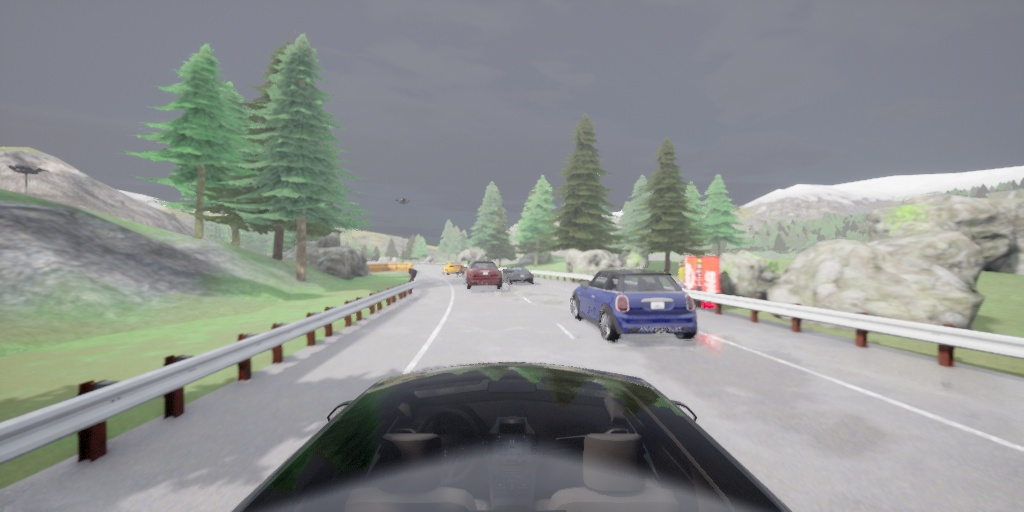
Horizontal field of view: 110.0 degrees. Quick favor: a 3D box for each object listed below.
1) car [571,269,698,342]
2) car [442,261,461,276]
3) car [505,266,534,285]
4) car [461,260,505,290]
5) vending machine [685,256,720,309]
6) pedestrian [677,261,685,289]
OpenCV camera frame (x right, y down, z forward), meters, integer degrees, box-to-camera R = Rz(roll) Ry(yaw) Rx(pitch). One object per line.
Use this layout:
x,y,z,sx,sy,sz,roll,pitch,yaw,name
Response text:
3.126,1.141,10.153,2.097,1.767,4.553,0,0,-4,car
-6.671,1.345,40.703,1.882,1.535,5.008,0,0,-20,car
0.331,1.476,28.550,1.994,1.385,4.181,0,0,-13,car
-1.977,1.098,23.175,2.097,1.767,4.553,0,0,-10,car
7.655,0.993,14.439,1.100,2.100,0.880,0,0,-6,vending machine
7.251,1.097,15.146,0.375,1.860,0.375,0,0,-6,pedestrian
